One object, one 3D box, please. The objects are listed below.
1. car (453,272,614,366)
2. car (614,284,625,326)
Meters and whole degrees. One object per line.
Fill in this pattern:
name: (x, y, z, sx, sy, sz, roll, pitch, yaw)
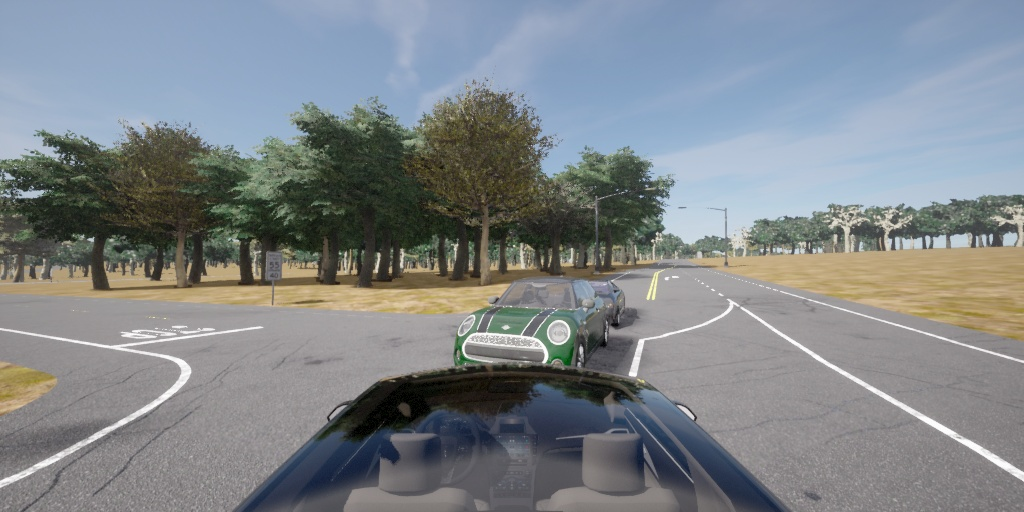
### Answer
car: (0.686, 1.222, 7.430, 2.097, 1.767, 4.553, -1, -2, 22)
car: (2.913, 1.553, 12.861, 1.994, 1.385, 4.181, -2, 0, 22)
